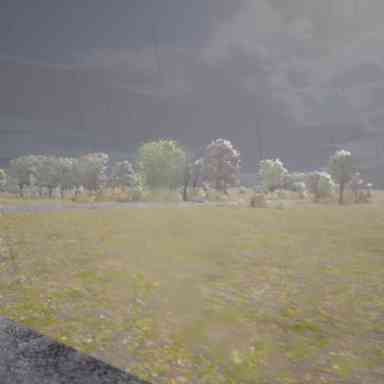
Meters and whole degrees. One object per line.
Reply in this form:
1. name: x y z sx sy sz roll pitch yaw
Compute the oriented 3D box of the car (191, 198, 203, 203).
1. car: 1.478 2.356 93.323 1.994 1.385 4.181 1 0 36
